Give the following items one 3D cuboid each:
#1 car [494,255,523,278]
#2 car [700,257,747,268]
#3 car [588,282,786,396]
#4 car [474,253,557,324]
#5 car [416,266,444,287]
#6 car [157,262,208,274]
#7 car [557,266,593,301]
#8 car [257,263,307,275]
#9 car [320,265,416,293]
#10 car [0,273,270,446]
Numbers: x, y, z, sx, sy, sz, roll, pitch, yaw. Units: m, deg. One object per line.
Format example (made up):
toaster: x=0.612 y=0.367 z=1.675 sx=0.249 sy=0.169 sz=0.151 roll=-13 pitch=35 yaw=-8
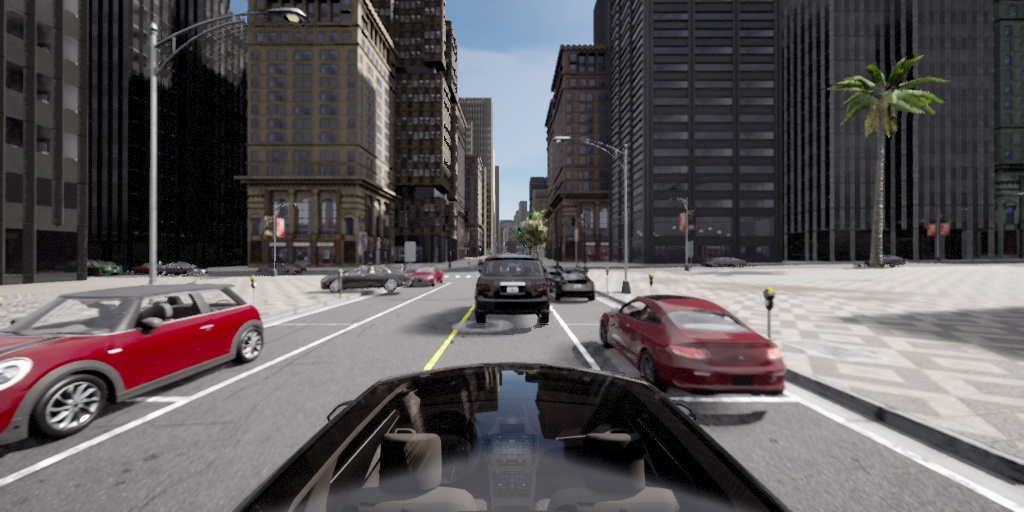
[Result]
car: x=-0.465 y=0.913 z=35.931 sx=2.150 sy=2.045 sz=5.566 roll=0 pitch=1 yaw=-8
car: x=27.937 y=0.828 z=47.399 sx=5.357 sy=1.411 sz=2.033 roll=-1 pitch=0 yaw=0
car: x=2.763 y=1.334 z=6.364 sx=1.802 sy=1.307 sz=4.207 roll=0 pitch=0 yaw=0
car: x=0.009 y=0.973 z=12.070 sx=2.150 sy=2.045 sz=5.566 roll=0 pitch=0 yaw=0
car: x=-5.762 y=1.321 z=24.538 sx=1.802 sy=1.307 sz=4.207 roll=0 pitch=0 yaw=0
car: x=-37.571 y=1.621 z=40.903 sx=4.902 sy=1.511 sz=2.128 roll=-1 pitch=0 yaw=0
car: x=2.764 y=1.315 z=17.167 sx=1.948 sy=1.339 sz=4.313 roll=0 pitch=0 yaw=0
car: x=-28.278 y=1.581 z=44.116 sx=5.357 sy=1.411 sz=2.033 roll=-1 pitch=0 yaw=0
car: x=-7.490 y=1.135 z=18.619 sx=4.403 sy=1.370 sz=2.007 roll=0 pitch=0 yaw=-9
car: x=-5.762 y=1.191 z=5.208 sx=1.967 sy=1.591 sz=4.097 roll=0 pitch=0 yaw=0
